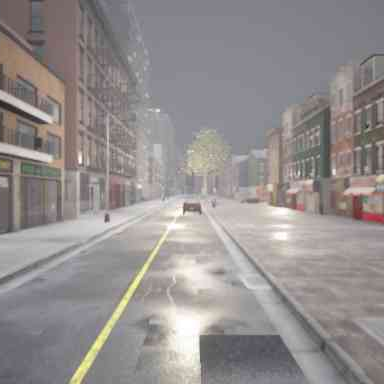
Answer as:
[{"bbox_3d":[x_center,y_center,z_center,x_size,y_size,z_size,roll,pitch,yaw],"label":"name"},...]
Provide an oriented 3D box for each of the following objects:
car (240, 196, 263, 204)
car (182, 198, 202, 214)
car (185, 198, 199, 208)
[{"bbox_3d":[10.935,1.406,61.700,4.097,1.590,1.967,0,0,0],"label":"car"},{"bbox_3d":[0.011,1.415,33.948,1.882,1.535,5.008,0,0,0],"label":"car"},{"bbox_3d":[0.037,1.518,46.656,1.895,1.301,4.718,0,0,1],"label":"car"}]
